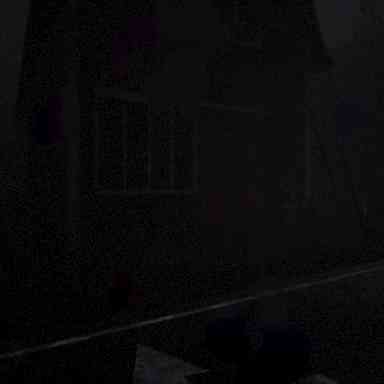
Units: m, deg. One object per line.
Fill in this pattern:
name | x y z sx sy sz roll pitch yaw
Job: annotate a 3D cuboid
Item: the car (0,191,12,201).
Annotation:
car | -27.613 0.594 48.817 1.994 1.381 4.181 0 1 -29
